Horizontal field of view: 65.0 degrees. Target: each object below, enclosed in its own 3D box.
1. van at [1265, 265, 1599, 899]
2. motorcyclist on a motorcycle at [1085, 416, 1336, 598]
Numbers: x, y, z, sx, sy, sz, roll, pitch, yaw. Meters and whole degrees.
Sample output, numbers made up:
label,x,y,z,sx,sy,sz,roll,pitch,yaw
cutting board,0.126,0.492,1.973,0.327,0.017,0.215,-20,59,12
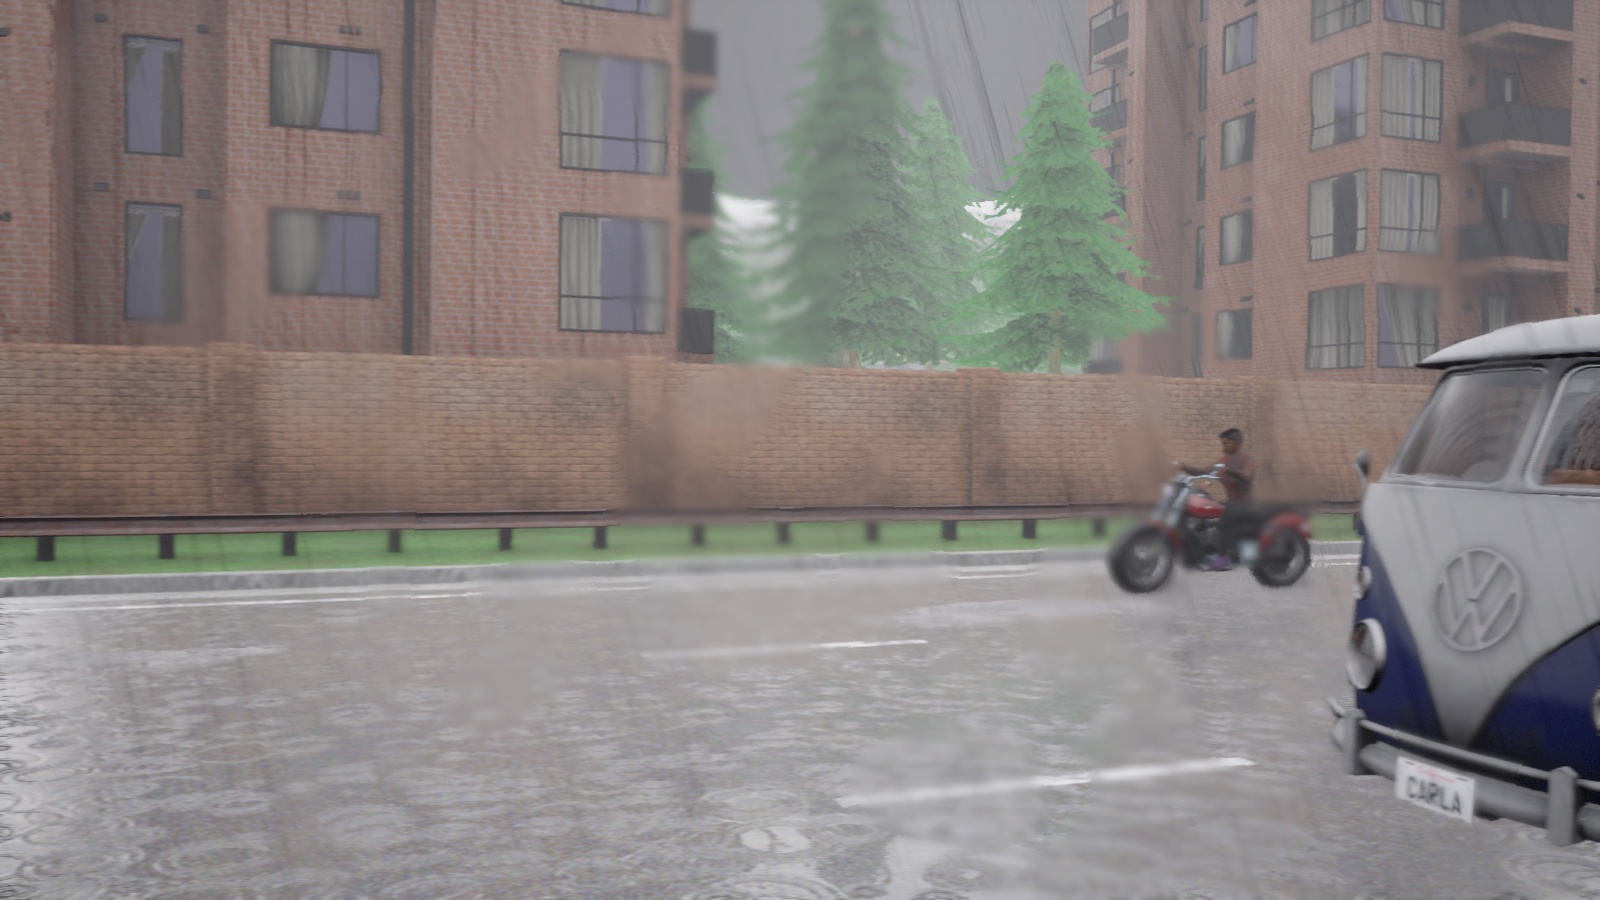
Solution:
label,x,y,z,sx,sy,sz,roll,pitch,yaw
van,4.198,0.427,4.830,4.442,1.987,1.775,-1,1,-21
motorcyclist on a motorcycle,4.011,0.506,12.248,2.350,1.649,0.766,-1,1,-21
